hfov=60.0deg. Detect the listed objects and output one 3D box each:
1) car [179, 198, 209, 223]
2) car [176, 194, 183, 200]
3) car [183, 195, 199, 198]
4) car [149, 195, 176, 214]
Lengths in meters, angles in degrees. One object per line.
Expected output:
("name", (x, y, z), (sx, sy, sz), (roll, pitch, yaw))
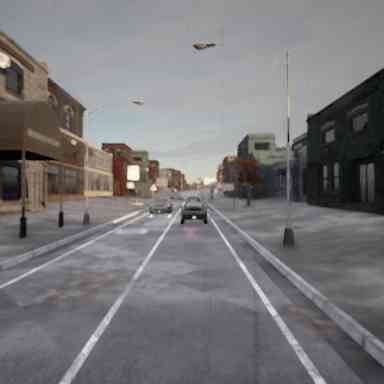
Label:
("car", (0.152, 1.434, 24.476), (1.837, 1.490, 4.892), (0, 0, 0))
("car", (-2.842, 1.143, 74.861), (2.097, 1.767, 4.553), (0, -1, 0))
("car", (0.189, 1.236, 42.304), (2.033, 1.649, 4.856), (0, 2, 0))
("car", (-3.021, 1.237, 33.273), (2.097, 1.767, 4.553), (0, 0, 0))
